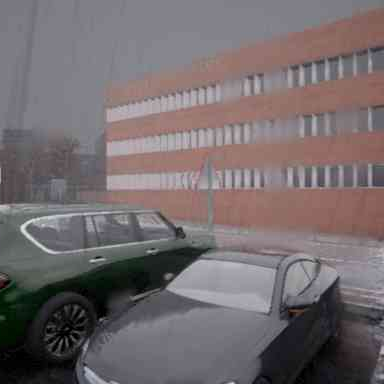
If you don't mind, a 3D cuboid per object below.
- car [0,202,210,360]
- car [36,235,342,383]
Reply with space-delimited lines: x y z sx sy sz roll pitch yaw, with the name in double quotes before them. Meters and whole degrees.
"car" -1.573 1.206 6.151 2.435 2.045 5.566 0 0 36
"car" 0.711 1.511 4.490 2.002 1.452 4.674 0 0 36
